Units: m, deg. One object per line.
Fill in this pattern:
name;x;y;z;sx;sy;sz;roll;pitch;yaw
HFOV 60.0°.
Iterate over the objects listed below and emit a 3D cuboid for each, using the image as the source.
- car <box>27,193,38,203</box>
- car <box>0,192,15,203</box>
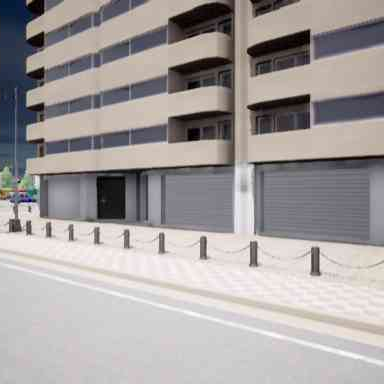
car;-32.493;1.427;71.162;1.970;1.475;3.806;0;0;35
car;-46.355;1.187;80.825;1.932;1.855;4.605;0;0;35
